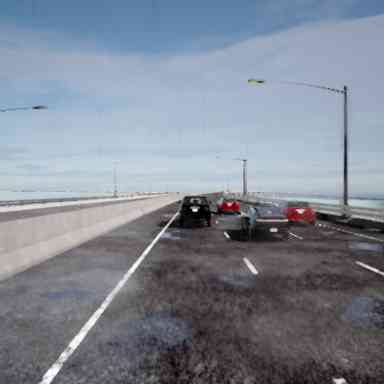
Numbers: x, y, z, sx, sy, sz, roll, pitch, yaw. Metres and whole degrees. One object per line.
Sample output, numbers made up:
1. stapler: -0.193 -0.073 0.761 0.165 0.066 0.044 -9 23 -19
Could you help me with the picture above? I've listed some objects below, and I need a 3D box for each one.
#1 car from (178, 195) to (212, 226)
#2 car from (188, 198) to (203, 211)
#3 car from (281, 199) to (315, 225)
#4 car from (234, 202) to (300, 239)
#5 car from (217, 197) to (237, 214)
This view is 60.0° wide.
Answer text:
1. car: 0.216 1.226 23.402 2.150 2.045 5.566 0 0 1
2. car: 0.437 1.525 42.117 1.812 1.442 4.674 0 0 1
3. car: 7.226 1.356 24.180 2.097 1.767 4.553 0 0 1
4. car: 3.669 1.495 17.282 2.128 1.511 4.902 0 0 0
5. car: 3.861 1.354 36.000 2.097 1.767 4.553 0 0 1
